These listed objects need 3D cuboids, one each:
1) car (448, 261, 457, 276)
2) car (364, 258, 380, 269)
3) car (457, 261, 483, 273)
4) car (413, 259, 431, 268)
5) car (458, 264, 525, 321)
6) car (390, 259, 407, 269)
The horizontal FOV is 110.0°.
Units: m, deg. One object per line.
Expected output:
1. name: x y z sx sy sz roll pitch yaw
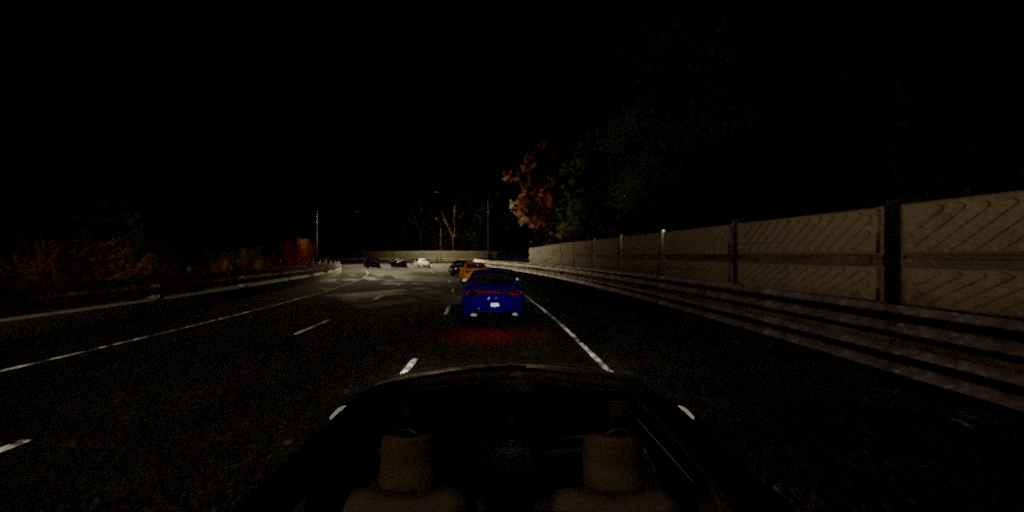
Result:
1. car: -5.329 1.235 36.224 2.033 1.411 5.357 0 0 -15
2. car: -21.742 1.138 55.535 1.882 1.535 5.008 0 0 -30
3. car: -2.704 1.184 25.451 1.882 1.535 5.008 0 0 -11
4. car: -14.226 1.180 56.426 1.812 1.442 4.674 0 0 -29
5. car: -0.712 1.208 12.476 1.882 1.535 5.008 0 0 -5
6. car: -17.414 1.151 54.943 2.128 1.511 4.902 0 0 -29
